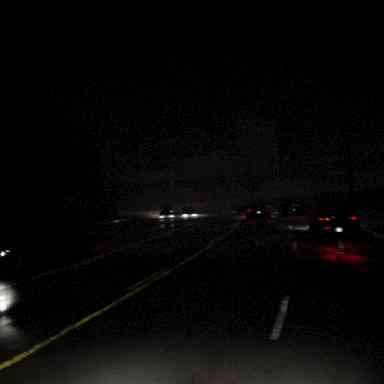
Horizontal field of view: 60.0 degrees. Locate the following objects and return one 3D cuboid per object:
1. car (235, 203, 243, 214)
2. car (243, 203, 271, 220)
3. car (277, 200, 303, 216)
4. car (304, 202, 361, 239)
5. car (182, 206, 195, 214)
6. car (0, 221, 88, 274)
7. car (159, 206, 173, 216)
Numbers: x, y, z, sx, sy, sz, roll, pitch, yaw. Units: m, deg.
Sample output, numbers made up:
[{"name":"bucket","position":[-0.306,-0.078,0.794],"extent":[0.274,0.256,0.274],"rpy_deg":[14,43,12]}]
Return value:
[{"name":"car","position":[6.913,2.179,44.660],"extent":[1.895,1.301,4.718],"rpy_deg":[-3,-2,0]},{"name":"car","position":[5.669,1.648,28.720],"extent":[1.994,1.385,4.181],"rpy_deg":[-3,-2,9]},{"name":"car","position":[9.815,1.539,33.627],"extent":[2.128,1.511,4.902],"rpy_deg":[-3,-2,6]},{"name":"car","position":[6.418,1.230,15.395],"extent":[1.837,1.490,4.892],"rpy_deg":[-3,-1,16]},{"name":"car","position":[-0.567,2.885,53.337],"extent":[1.895,1.301,4.718],"rpy_deg":[-3,-2,-5]},{"name":"car","position":[-5.727,1.859,12.158],"extent":[1.812,1.442,4.674],"rpy_deg":[-3,0,19]},{"name":"car","position":[-4.031,2.926,52.052],"extent":[1.837,1.490,4.892],"rpy_deg":[-3,-2,-5]}]
